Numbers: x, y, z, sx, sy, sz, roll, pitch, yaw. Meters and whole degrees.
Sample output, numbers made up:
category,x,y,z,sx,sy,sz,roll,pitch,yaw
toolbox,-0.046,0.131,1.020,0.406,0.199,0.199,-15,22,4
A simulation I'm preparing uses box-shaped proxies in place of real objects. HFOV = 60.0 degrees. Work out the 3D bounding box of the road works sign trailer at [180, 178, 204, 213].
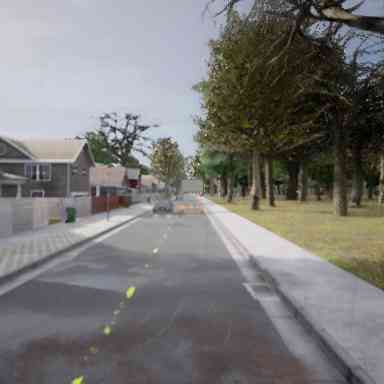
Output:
category,x,y,z,sx,sy,sz,roll,pitch,yaw
road works sign trailer,0.001,0.380,34.480,2.380,3.560,2.880,0,0,0

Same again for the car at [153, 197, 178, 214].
category,x,y,z,sx,sy,sz,roll,pitch,yaw
car,-2.841,1.480,33.951,1.994,1.385,4.181,0,0,0

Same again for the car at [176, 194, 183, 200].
category,x,y,z,sx,sy,sz,roll,pitch,yaw
car,-2.747,1.198,75.596,1.837,1.490,4.892,0,0,0
